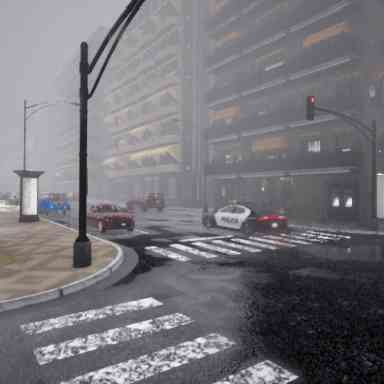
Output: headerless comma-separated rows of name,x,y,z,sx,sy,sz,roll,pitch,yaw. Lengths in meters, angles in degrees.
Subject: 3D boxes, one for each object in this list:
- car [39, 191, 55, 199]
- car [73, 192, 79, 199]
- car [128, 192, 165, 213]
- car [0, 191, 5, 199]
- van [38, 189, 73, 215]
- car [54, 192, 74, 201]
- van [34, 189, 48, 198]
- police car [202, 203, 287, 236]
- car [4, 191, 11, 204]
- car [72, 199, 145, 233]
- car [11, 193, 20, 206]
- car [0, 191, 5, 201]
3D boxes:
car,-27.796,0.529,63.784,1.752,1.417,4.829,2,0,-36
car,-17.718,0.710,49.918,1.967,1.590,4.097,2,0,-36
car,-4.415,0.936,31.613,2.192,1.841,5.009,2,0,-36
car,-34.471,0.470,58.714,1.887,1.381,4.507,2,0,-36
van,-11.190,0.881,26.681,1.690,1.788,3.998,2,0,-36
car,-21.047,0.748,54.493,1.947,1.339,4.313,2,0,-36
van,-31.016,0.260,68.223,1.690,1.788,3.998,2,0,-36
police car,2.475,1.346,17.520,2.038,1.542,4.974,1,1,-36
car,-21.071,0.804,40.272,1.752,1.417,4.829,2,0,-36
car,-4.547,1.260,17.528,1.887,1.381,4.507,2,0,-36
car,-17.846,0.909,35.833,1.887,1.381,4.507,2,0,-36
car,-27.818,0.541,49.562,1.967,1.590,4.097,2,0,-36
